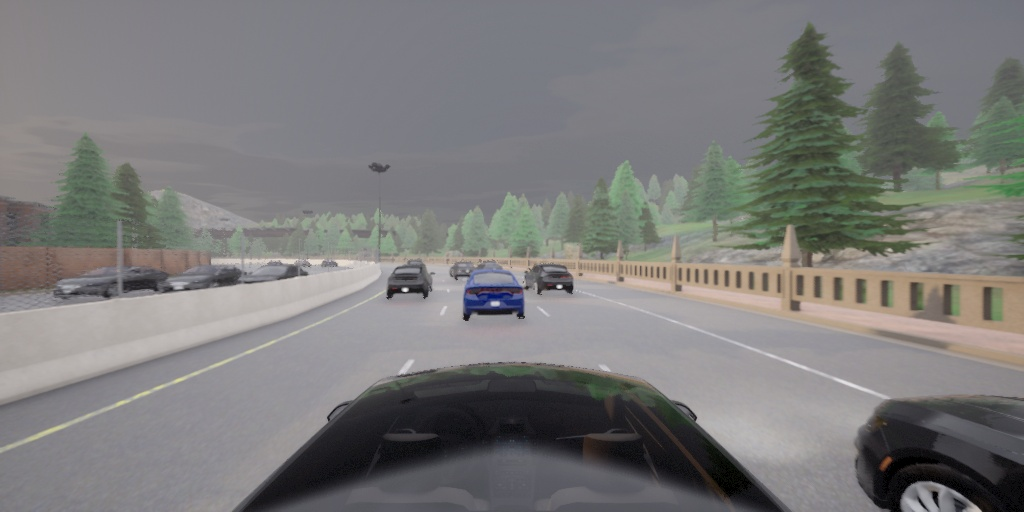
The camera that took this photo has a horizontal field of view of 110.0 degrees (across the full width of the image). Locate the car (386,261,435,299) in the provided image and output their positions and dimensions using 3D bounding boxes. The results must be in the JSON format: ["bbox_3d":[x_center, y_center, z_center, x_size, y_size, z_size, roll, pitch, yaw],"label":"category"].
[{"bbox_3d":[-5.021,1.205,17.967,1.837,1.490,4.892,0,0,-9],"label":"car"}]

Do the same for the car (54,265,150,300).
[{"bbox_3d":[-19.375,1.238,17.719,2.128,1.511,4.902,0,0,-11],"label":"car"}]

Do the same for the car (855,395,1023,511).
[{"bbox_3d":[3.482,1.249,0.635,1.837,1.490,4.892,0,0,0],"label":"car"}]

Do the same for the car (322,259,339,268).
[{"bbox_3d":[-29.073,1.167,57.227,2.033,1.411,5.357,0,0,-35],"label":"car"}]

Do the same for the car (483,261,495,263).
[{"bbox_3d":[-2.297,1.184,35.608,1.994,1.385,4.181,0,0,-18],"label":"car"}]

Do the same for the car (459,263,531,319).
[{"bbox_3d":[-0.734,1.186,12.644,1.882,1.535,5.008,0,0,-6],"label":"car"}]

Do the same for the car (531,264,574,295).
[{"bbox_3d":[1.853,1.178,19.271,1.837,1.490,4.892,0,0,-9],"label":"car"}]

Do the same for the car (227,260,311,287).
[{"bbox_3d":[-12.528,1.197,19.094,1.882,1.535,5.008,0,0,-11],"label":"car"}]

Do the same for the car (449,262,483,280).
[{"bbox_3d":[-4.120,1.196,29.983,2.033,1.411,5.357,0,0,-16],"label":"car"}]

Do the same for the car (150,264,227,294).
[{"bbox_3d":[-16.110,1.221,19.198,2.128,1.511,4.902,0,0,-12],"label":"car"}]
